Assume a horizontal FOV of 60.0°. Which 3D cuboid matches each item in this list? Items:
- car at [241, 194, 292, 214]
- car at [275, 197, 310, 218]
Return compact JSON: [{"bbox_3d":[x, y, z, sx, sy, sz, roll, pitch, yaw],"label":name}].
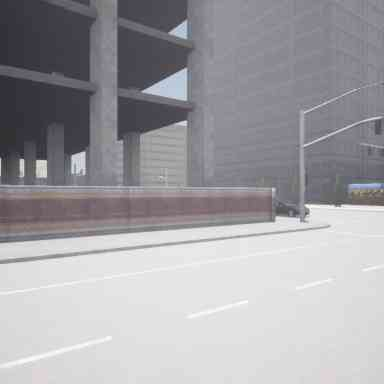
[{"bbox_3d":[8.263,1.221,37.344,2.150,2.045,5.566,0,0,-36],"label":"car"},{"bbox_3d":[8.587,1.505,30.886,1.837,1.490,4.892,0,0,-35],"label":"car"}]
